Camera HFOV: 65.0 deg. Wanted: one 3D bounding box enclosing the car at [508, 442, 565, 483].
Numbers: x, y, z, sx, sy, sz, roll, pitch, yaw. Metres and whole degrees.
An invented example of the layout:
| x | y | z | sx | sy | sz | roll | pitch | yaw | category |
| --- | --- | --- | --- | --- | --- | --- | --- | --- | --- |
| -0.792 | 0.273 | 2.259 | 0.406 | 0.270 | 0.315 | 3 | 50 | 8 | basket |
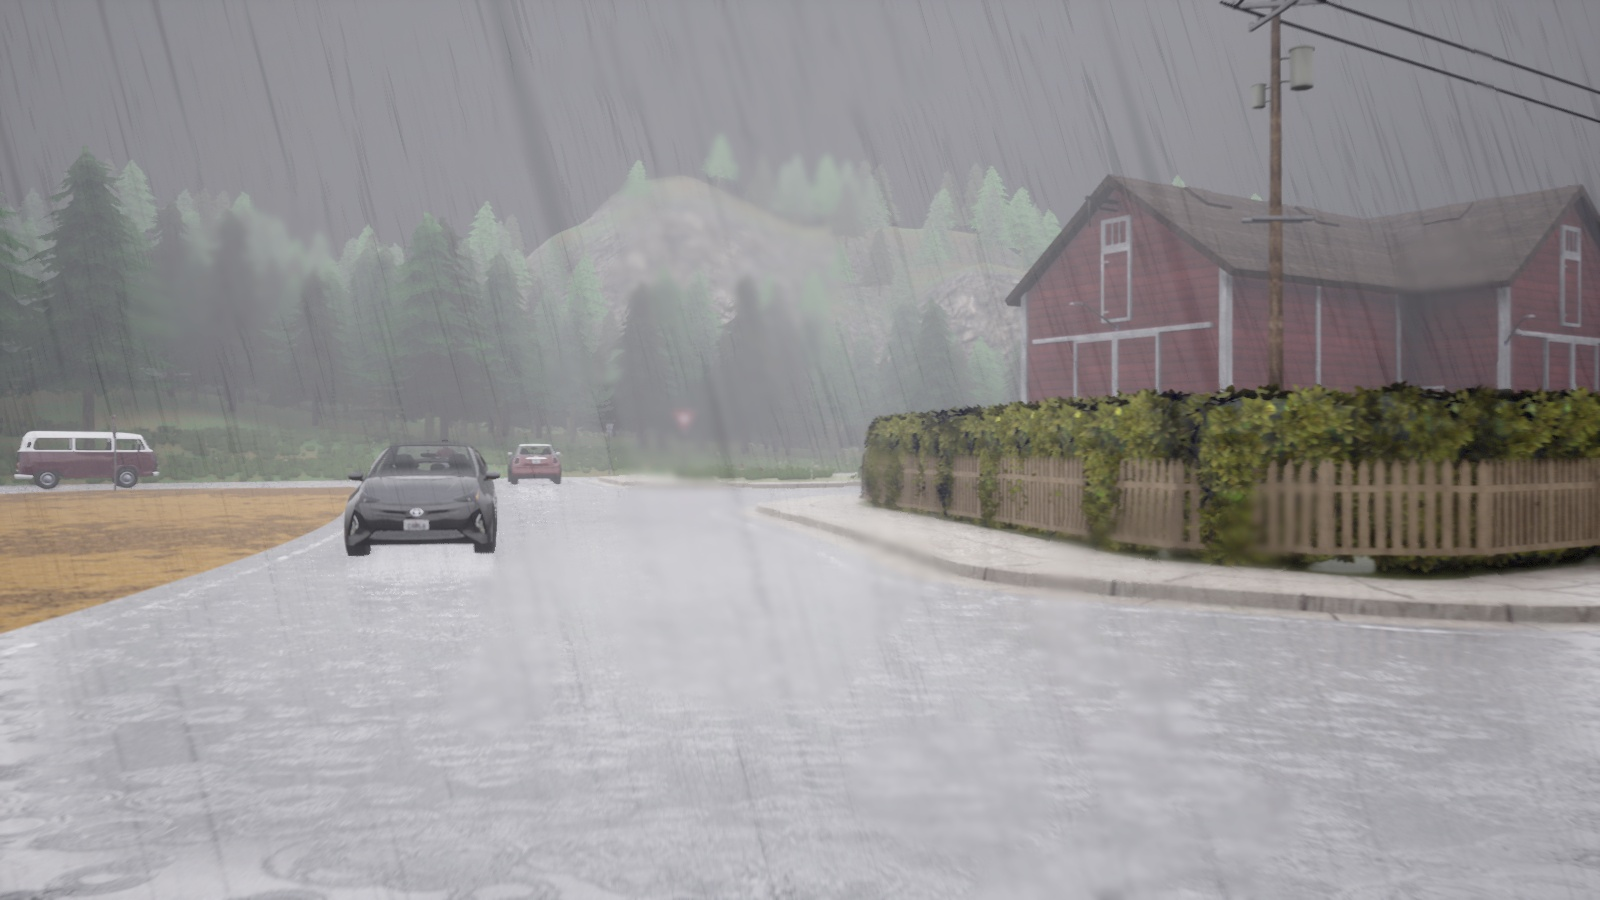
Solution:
| x | y | z | sx | sy | sz | roll | pitch | yaw | category |
| --- | --- | --- | --- | --- | --- | --- | --- | --- | --- |
| -9.981 | 0.456 | 47.393 | 1.970 | 1.475 | 3.806 | 0 | 0 | -14 | car |

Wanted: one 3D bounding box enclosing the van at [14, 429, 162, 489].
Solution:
| x | y | z | sx | sy | sz | roll | pitch | yaw | category |
| --- | --- | --- | --- | --- | --- | --- | --- | --- | --- |
| -25.471 | 0.305 | 44.959 | 4.480 | 2.038 | 2.069 | 0 | 0 | -33 | van |

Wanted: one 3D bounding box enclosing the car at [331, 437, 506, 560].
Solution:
| x | y | z | sx | sy | sz | roll | pitch | yaw | category |
| --- | --- | --- | --- | --- | --- | --- | --- | --- | --- |
| -5.314 | 0.594 | 18.043 | 2.007 | 1.525 | 4.514 | 0 | 0 | -12 | car |
